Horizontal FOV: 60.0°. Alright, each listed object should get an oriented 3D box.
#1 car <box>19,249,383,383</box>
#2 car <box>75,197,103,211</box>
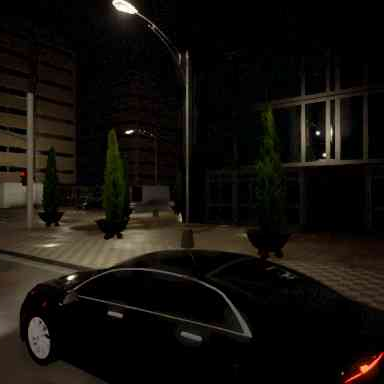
[{"bbox_3d":[-0.267,1.505,4.183,4.892,1.490,1.837,0,0,36],"label":"car"},{"bbox_3d":[-12.045,1.408,40.855,2.097,1.767,4.553,0,0,35],"label":"car"}]
